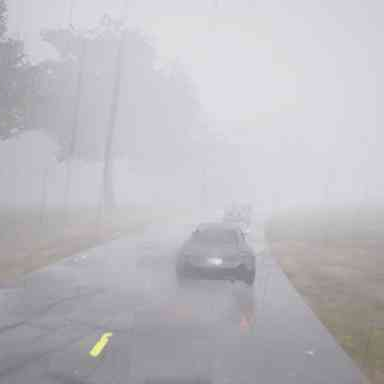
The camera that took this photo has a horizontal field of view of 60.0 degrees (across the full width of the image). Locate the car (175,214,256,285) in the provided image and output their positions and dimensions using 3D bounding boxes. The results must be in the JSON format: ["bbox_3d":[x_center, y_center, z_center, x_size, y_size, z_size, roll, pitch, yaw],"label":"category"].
[{"bbox_3d":[0.763,1.560,9.636,1.994,1.385,4.181,0,0,7],"label":"car"}]

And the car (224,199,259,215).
[{"bbox_3d":[3.451,1.524,24.148,2.033,1.411,5.357,0,0,15],"label":"car"}]

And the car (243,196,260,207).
[{"bbox_3d":[7.750,1.297,44.400,1.837,1.490,4.892,0,1,27],"label":"car"}]
